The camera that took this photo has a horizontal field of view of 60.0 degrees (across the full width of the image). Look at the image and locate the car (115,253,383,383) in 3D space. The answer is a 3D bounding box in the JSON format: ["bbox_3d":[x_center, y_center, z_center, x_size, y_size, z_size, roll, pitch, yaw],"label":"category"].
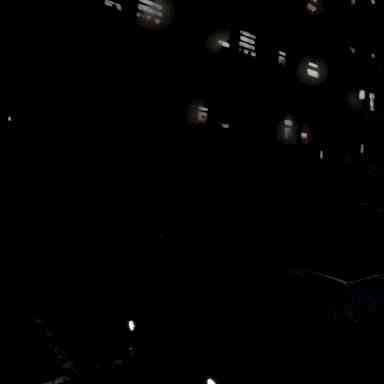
[{"bbox_3d":[1.476,1.604,4.430,4.718,1.301,1.895,0,0,-35],"label":"car"}]
